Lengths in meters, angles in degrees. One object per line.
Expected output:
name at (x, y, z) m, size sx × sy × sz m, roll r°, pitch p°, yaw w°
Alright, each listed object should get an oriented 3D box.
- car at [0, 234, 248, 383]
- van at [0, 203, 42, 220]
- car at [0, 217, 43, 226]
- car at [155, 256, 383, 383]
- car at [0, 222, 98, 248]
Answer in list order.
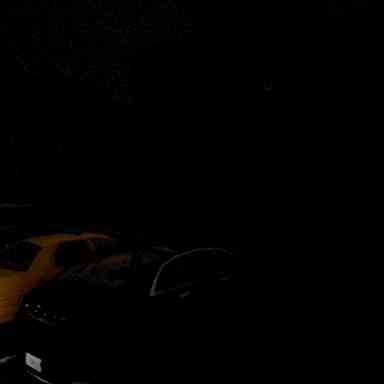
car at (-0.251, 1.506, 5.440) m, size 2.231 × 1.521 × 4.892 m, roll -1°, pitch 0°, yaw 36°
van at (-6.949, 1.348, 10.083) m, size 1.878 × 1.987 × 4.442 m, roll -1°, pitch 0°, yaw 36°
car at (-4.737, 1.591, 8.646) m, size 2.002 × 1.452 × 4.674 m, roll -1°, pitch 0°, yaw 36°
car at (2.015, 1.513, 3.867) m, size 2.163 × 1.488 × 4.792 m, roll -1°, pitch 0°, yaw 36°
car at (-2.383, 1.524, 7.197) m, size 1.946 × 1.575 × 5.366 m, roll -1°, pitch 0°, yaw 36°
